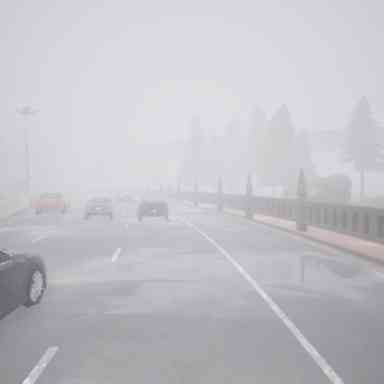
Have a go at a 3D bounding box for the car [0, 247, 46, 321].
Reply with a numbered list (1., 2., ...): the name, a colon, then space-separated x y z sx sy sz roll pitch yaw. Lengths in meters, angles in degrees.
1. car: -3.734 1.405 4.673 1.837 1.490 4.892 0 1 -3

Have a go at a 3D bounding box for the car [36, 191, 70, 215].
1. car: -11.018 0.781 26.551 2.097 1.767 4.553 -1 1 -16

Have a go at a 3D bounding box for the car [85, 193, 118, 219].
1. car: -6.443 1.041 23.227 2.033 1.411 5.357 0 1 -14

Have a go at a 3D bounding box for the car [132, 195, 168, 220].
1. car: -2.830 0.971 22.837 1.882 1.535 5.008 0 1 -13

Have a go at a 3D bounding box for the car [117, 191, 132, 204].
1. car: -8.285 0.651 39.936 1.812 1.442 4.674 -1 1 -22
